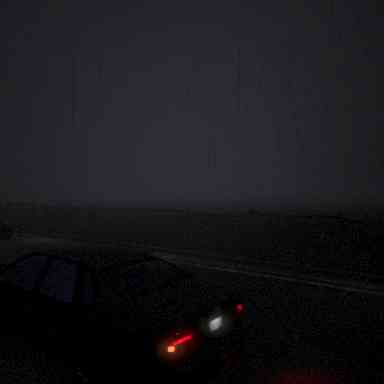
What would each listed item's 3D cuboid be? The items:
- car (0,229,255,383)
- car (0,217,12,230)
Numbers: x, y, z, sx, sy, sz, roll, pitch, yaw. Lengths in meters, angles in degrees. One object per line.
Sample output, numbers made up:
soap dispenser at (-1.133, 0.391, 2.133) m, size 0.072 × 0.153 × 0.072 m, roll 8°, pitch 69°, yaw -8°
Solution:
car at (-1.765, 1.547, 5.246) m, size 5.357 × 1.411 × 2.033 m, roll 0°, pitch 0°, yaw 35°
car at (-10.288, 1.562, 15.624) m, size 4.181 × 1.385 × 1.994 m, roll 0°, pitch 0°, yaw 35°
